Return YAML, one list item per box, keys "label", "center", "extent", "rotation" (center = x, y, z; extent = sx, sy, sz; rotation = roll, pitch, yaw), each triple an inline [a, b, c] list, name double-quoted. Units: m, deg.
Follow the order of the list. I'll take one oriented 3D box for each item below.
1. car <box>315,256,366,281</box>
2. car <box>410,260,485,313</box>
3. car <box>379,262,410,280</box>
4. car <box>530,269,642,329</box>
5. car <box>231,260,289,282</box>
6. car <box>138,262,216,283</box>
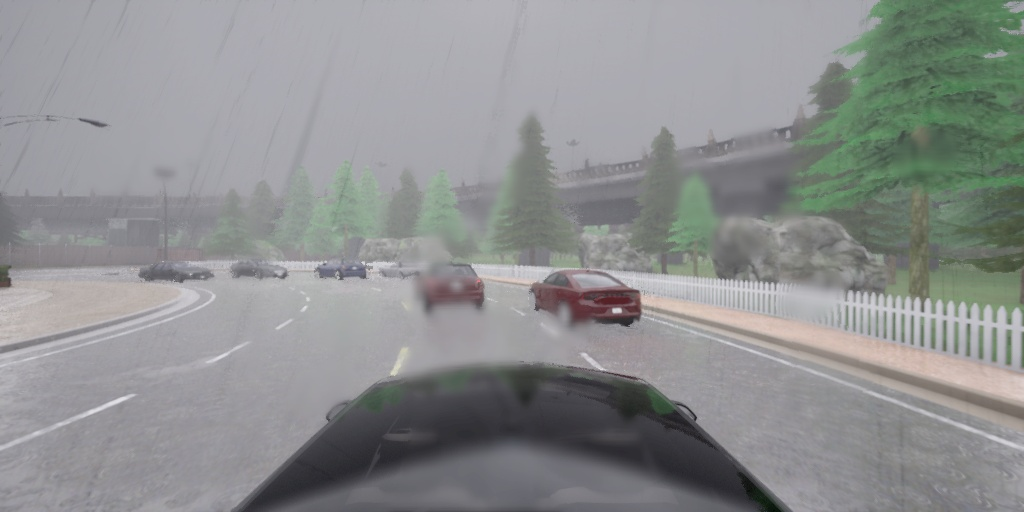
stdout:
- label: "car"
  center: [-13.228, 0.902, 27.576]
  extent: [4.553, 1.767, 2.097]
  rotation: [0, 1, 38]
- label: "car"
  center: [-2.566, 1.006, 13.887]
  extent: [2.097, 1.767, 4.553]
  rotation: [0, 0, -20]
- label: "car"
  center: [-8.683, 1.141, 28.513]
  extent: [4.718, 1.301, 1.895]
  rotation: [0, 1, 42]
- label: "car"
  center: [1.992, 1.151, 11.130]
  extent: [1.882, 1.535, 5.008]
  rotation: [0, 1, -13]
- label: "car"
  center: [-18.868, 1.050, 26.829]
  extent: [4.902, 1.511, 2.128]
  rotation: [0, 0, 26]
- label: "car"
  center: [-23.573, 1.121, 25.212]
  extent: [5.357, 1.411, 2.033]
  rotation: [0, 0, 17]
